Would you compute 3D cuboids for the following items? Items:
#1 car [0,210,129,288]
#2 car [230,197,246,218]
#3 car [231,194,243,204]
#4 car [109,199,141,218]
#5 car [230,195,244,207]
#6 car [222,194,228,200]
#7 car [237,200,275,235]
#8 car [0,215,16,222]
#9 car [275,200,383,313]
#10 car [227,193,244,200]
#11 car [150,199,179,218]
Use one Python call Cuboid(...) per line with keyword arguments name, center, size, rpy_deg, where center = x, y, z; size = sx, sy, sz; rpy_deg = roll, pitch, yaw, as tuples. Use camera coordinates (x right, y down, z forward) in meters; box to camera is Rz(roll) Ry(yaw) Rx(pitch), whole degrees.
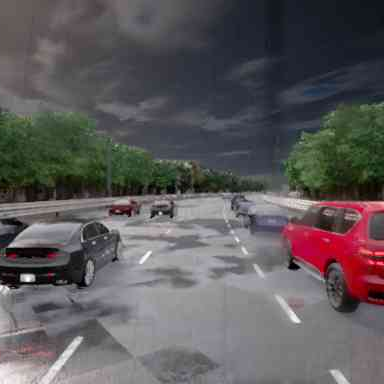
Cuboid(name="car", center=(-3.243, 1.467, 9.091), size=(1.837, 1.490, 4.892), rpy_deg=(0, 0, 1))
Cuboid(name="car", center=(4.622, 1.443, 28.969), size=(2.033, 1.411, 5.357), rpy_deg=(0, 0, 4))
Cuboid(name="car", center=(8.289, 1.232, 60.774), size=(2.033, 1.649, 4.856), rpy_deg=(0, 0, 9))
Cuboid(name="car", center=(-5.760, 1.366, 29.082), size=(1.882, 1.535, 5.008), rpy_deg=(0, 0, 4))
Cuboid(name="car", center=(6.786, 1.307, 50.207), size=(1.882, 1.535, 5.008), rpy_deg=(0, 0, 7))
Cuboid(name="car", center=(8.444, 1.197, 81.602), size=(2.033, 1.411, 5.357), rpy_deg=(0, 0, 12))
Cuboid(name="car", center=(3.964, 1.438, 18.344), size=(2.163, 1.488, 4.792), rpy_deg=(0, 0, 3))
Cuboid(name="car", center=(-6.696, 1.478, 11.094), size=(1.812, 1.442, 4.674), rpy_deg=(0, 0, 1))
Cuboid(name="car", center=(3.732, 1.196, 7.725), size=(2.150, 2.045, 5.566), rpy_deg=(0, 0, 1))
Cuboid(name="car", center=(5.563, 1.291, 39.602), size=(2.033, 1.649, 4.856), rpy_deg=(0, 0, 6))
Cuboid(name="car", center=(-2.302, 1.398, 28.381), size=(1.837, 1.490, 4.892), rpy_deg=(0, 0, 4))
